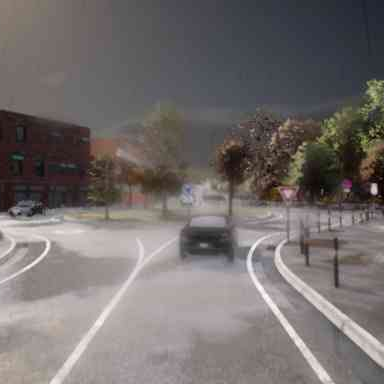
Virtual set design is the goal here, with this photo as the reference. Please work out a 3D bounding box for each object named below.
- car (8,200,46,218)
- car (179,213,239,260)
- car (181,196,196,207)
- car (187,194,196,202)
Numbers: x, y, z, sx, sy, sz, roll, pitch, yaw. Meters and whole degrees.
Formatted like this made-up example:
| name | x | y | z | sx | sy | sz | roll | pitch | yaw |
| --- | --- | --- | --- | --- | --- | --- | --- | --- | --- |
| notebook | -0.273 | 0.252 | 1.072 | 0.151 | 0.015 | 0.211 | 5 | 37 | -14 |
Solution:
| name | x | y | z | sx | sy | sz | roll | pitch | yaw |
| --- | --- | --- | --- | --- | --- | --- | --- | --- | --- |
| car | -15.162 | 1.524 | 30.759 | 2.128 | 1.511 | 4.902 | 0 | 1 | -3 |
| car | 0.790 | 1.565 | 13.054 | 1.882 | 1.535 | 5.008 | 0 | 0 | 10 |
| car | -0.834 | 1.664 | 54.710 | 2.033 | 1.411 | 5.357 | 0 | 0 | -5 |
| car | -0.127 | 1.523 | 83.881 | 2.150 | 2.045 | 5.566 | 0 | 0 | 1 |
